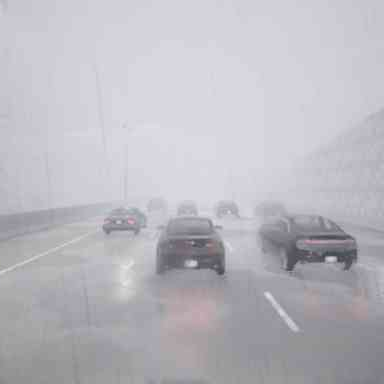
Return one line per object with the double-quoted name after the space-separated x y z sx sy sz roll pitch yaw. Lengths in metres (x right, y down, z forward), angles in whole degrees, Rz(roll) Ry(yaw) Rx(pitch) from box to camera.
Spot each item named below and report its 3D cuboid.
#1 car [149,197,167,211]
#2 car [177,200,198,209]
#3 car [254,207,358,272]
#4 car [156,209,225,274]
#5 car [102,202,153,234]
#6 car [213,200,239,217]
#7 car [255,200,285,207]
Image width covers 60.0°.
-4.103 1.363 39.929 2.097 1.767 4.553 0 0 -1 "car"
-0.448 1.518 31.500 1.812 1.442 4.674 0 0 -1 "car"
3.430 1.468 10.735 2.128 1.511 4.902 0 0 -1 "car"
-0.067 1.502 10.544 1.837 1.490 4.892 0 0 -1 "car"
-3.723 1.563 19.170 2.033 1.411 5.357 0 0 -1 "car"
3.073 1.477 30.347 1.837 1.490 4.892 0 0 -1 "car"
6.610 1.457 28.359 1.837 1.490 4.892 0 0 -1 "car"
